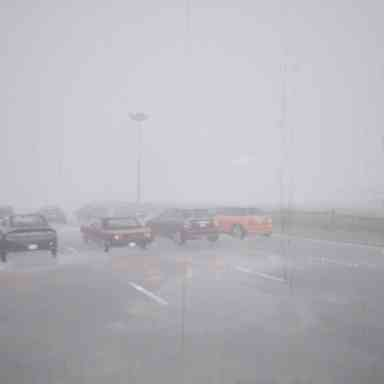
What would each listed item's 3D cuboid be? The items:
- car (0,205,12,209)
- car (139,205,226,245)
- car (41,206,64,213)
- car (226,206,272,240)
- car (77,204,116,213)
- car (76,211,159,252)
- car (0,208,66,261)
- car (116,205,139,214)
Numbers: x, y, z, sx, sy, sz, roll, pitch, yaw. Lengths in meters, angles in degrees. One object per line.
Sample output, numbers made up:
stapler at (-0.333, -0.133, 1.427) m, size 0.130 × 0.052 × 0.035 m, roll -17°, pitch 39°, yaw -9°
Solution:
car at (-14.731, 1.752, 25.637) m, size 1.837 × 1.490 × 4.892 m, roll 1°, pitch 0°, yaw -33°
car at (-0.648, 1.531, 16.801) m, size 2.097 × 1.767 × 4.553 m, roll 1°, pitch -1°, yaw -33°
car at (-11.803, 1.836, 27.553) m, size 1.994 × 1.385 × 4.181 m, roll 1°, pitch -1°, yaw -32°
car at (2.288, 1.558, 18.706) m, size 2.097 × 1.767 × 4.553 m, roll 1°, pitch -1°, yaw -33°
car at (-8.858, 1.791, 29.447) m, size 2.128 × 1.511 × 4.902 m, roll 1°, pitch -1°, yaw -33°
car at (-3.494, 1.753, 14.747) m, size 1.895 × 1.301 × 4.718 m, roll 1°, pitch -1°, yaw -33°
car at (-6.564, 1.620, 13.057) m, size 2.128 × 1.511 × 4.902 m, roll 1°, pitch -1°, yaw -33°
car at (-5.857, 1.889, 31.249) m, size 1.994 × 1.385 × 4.181 m, roll 1°, pitch -1°, yaw -33°
